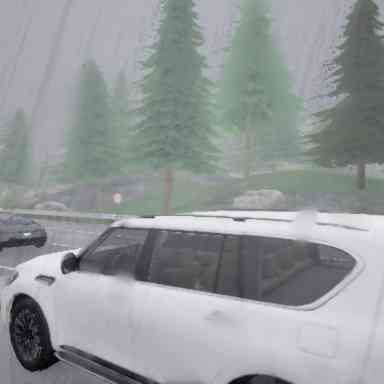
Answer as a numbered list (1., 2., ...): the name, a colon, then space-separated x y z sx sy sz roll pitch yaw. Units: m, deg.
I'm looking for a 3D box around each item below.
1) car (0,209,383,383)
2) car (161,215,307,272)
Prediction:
1. car: -0.034 1.228 4.017 5.566 2.045 2.150 0 0 35
2. car: 1.323 1.615 11.582 4.718 1.301 1.895 0 0 36
